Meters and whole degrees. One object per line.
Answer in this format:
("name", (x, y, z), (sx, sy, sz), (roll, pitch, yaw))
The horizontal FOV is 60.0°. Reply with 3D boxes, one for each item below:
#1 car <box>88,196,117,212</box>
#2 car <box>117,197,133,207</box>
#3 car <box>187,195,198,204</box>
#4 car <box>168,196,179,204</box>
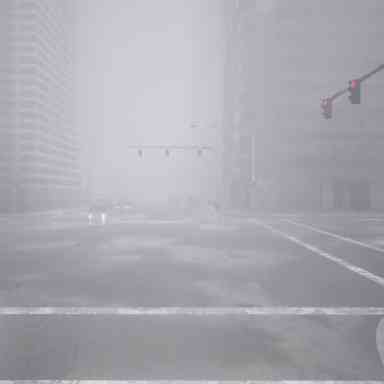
("car", (-10.617, 1.505, 39.384), (1.837, 1.490, 4.892), (0, 0, 0))
("car", (-10.595, 1.526, 52.909), (1.812, 1.442, 4.674), (0, 0, 1))
("car", (0.074, 1.352, 63.510), (2.097, 1.767, 4.553), (0, 0, 0))
("car", (-3.529, 1.492, 63.182), (2.128, 1.511, 4.902), (0, 0, 0))
